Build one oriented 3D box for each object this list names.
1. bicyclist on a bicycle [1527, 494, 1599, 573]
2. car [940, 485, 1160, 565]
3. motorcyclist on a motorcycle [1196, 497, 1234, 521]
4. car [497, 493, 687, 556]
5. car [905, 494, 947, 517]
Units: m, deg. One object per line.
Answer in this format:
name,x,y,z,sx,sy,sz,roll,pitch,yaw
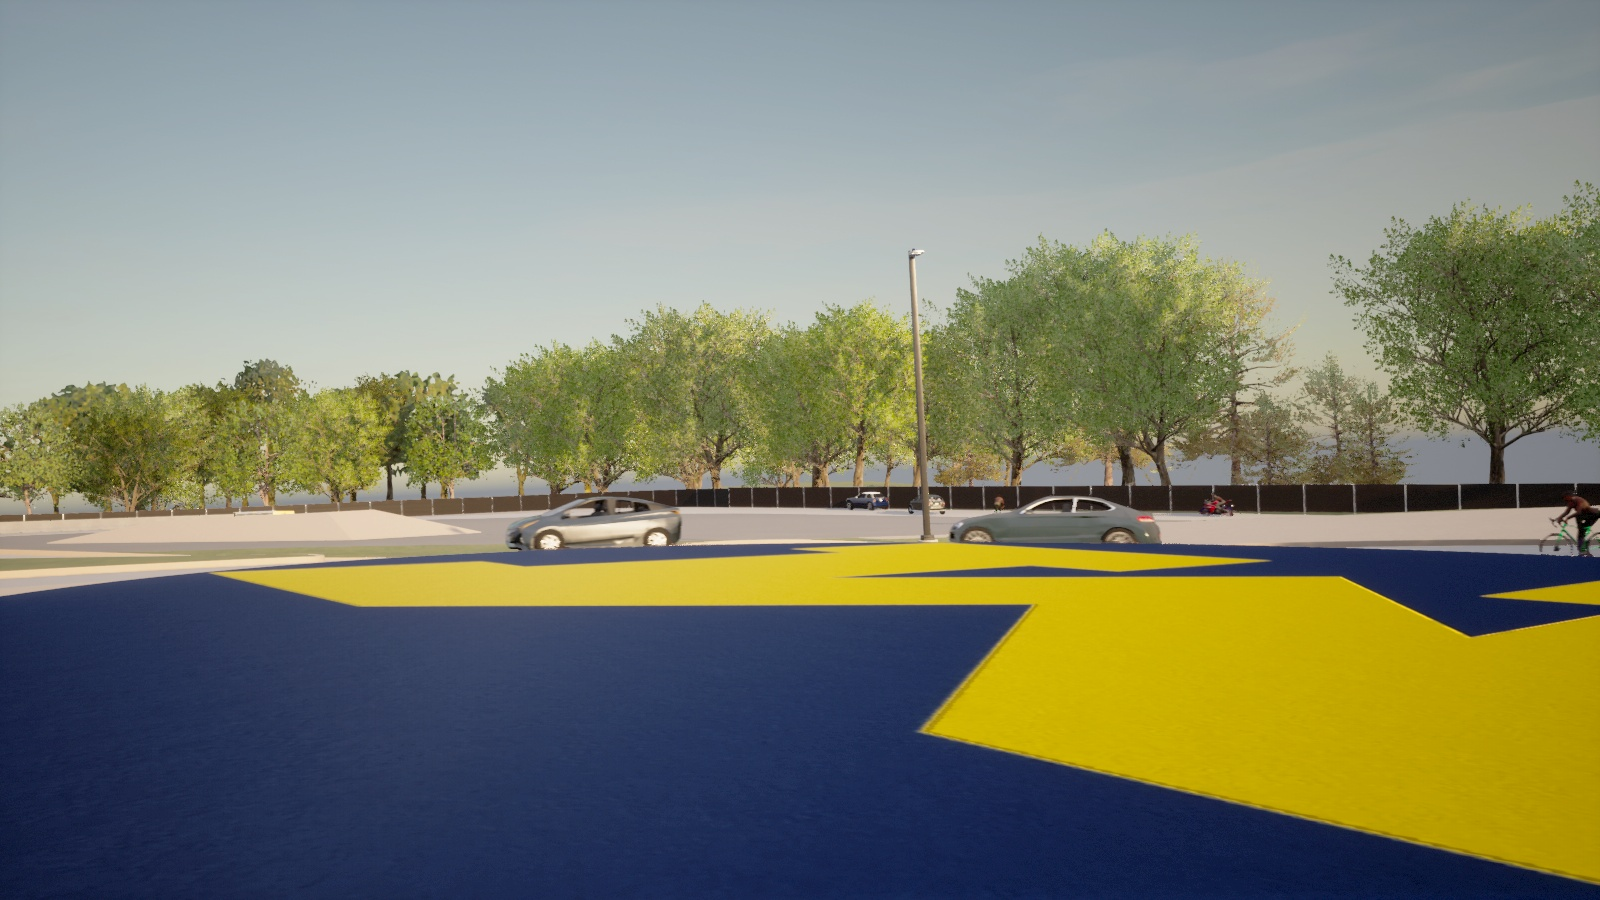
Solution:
bicyclist on a bicycle,16.969,1.815,27.468,1.656,1.620,0.582,-3,-1,7
car,6.013,1.832,30.362,5.027,1.651,2.152,1,-7,12
motorcyclist on a motorcycle,27.904,3.974,84.422,2.191,1.530,0.866,-1,0,38
car,-5.430,1.905,32.727,4.514,1.525,2.007,1,-3,-24
car,9.711,4.265,96.968,1.789,1.549,3.705,-1,0,-20
